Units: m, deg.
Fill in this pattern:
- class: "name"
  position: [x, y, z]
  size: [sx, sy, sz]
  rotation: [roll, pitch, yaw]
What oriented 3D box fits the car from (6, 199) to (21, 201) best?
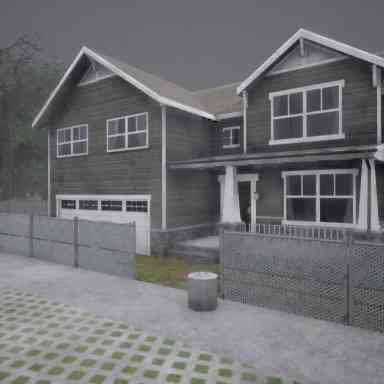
- class: "car"
  position: [-17.277, 1.466, 31.800]
  size: [4.902, 1.511, 2.128]
  rotation: [0, 0, -32]
